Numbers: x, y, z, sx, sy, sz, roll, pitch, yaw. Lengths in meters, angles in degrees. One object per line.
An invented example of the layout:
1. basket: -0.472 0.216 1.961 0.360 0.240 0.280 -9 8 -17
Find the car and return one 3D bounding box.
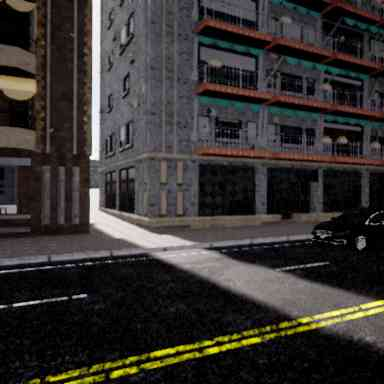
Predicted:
1. car: 7.135 1.447 13.673 4.892 1.490 1.837 0 0 -26
